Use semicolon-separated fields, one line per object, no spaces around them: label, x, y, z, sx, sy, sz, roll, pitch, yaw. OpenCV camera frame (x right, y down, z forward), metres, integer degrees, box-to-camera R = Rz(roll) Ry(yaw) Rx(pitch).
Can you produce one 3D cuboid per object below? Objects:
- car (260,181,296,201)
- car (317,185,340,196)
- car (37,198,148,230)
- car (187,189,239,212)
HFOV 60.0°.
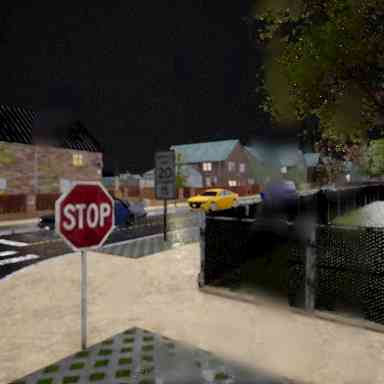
car;9.117;-0.153;34.769;2.150;2.045;5.566;0;2;36
car;16.516;-0.105;40.007;1.994;1.385;4.181;0;2;36
car;-4.475;0.996;15.912;2.033;1.411;5.357;0;2;35
car;1.624;0.551;24.402;1.882;1.535;5.008;0;2;36
